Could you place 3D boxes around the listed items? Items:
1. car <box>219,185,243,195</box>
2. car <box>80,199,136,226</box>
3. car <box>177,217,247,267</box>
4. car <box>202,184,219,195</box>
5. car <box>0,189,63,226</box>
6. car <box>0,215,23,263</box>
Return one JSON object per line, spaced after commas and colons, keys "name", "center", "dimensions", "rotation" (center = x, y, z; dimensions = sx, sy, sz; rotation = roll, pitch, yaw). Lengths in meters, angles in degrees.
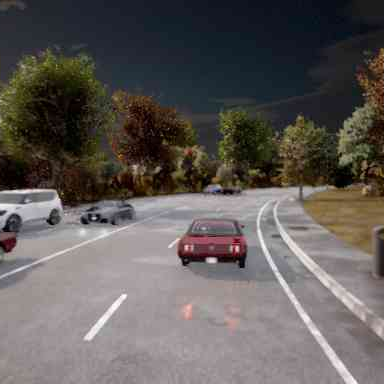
{"name": "car", "center": [6.482, -0.199, 53.063], "dimensions": [1.895, 1.301, 4.718], "rotation": [0, 2, 27]}
{"name": "car", "center": [-4.898, 1.139, 19.853], "dimensions": [1.994, 1.385, 4.181], "rotation": [0, 2, 11]}
{"name": "car", "center": [0.789, 1.459, 10.957], "dimensions": [1.895, 1.301, 4.718], "rotation": [0, 1, 7]}
{"name": "car", "center": [3.398, -0.439, 54.721], "dimensions": [2.097, 1.767, 4.553], "rotation": [0, 2, 27]}
{"name": "car", "center": [-8.942, 0.899, 17.250], "dimensions": [2.150, 2.045, 5.566], "rotation": [0, 2, 10]}
{"name": "car", "center": [-6.564, 1.492, 8.206], "dimensions": [1.895, 1.301, 4.718], "rotation": [0, 1, 5]}
